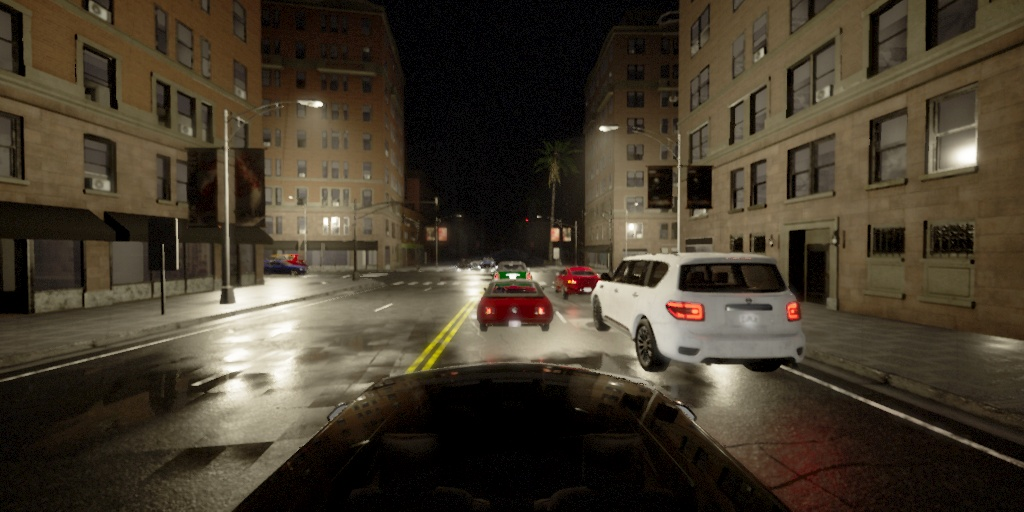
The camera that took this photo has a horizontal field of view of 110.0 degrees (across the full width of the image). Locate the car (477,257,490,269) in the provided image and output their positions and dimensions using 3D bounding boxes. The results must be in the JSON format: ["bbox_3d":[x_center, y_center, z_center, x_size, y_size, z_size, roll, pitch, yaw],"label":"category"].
[{"bbox_3d":[-3.557,1.005,52.746,2.097,1.767,4.553,0,0,0],"label":"car"}]

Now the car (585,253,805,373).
[{"bbox_3d":[3.315,0.960,7.725,2.150,2.045,5.566,0,0,-1],"label":"car"}]

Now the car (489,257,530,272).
[{"bbox_3d":[-0.041,1.067,19.796,2.097,1.767,4.553,0,0,-2],"label":"car"}]

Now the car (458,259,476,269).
[{"bbox_3d":[-6.808,1.157,52.659,1.837,1.490,4.892,0,0,0],"label":"car"}]

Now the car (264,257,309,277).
[{"bbox_3d":[-20.576,1.095,31.739,4.674,1.442,1.812,1,1,-9],"label":"car"}]

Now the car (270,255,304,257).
[{"bbox_3d":[-24.044,0.772,37.047,5.009,1.841,2.192,0,0,-9],"label":"car"}]

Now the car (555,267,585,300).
[{"bbox_3d":[3.186,1.245,17.412,1.812,1.442,4.674,0,0,0],"label":"car"}]

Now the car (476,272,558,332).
[{"bbox_3d":[0.062,1.333,10.804,1.895,1.301,4.718,0,0,0],"label":"car"}]
